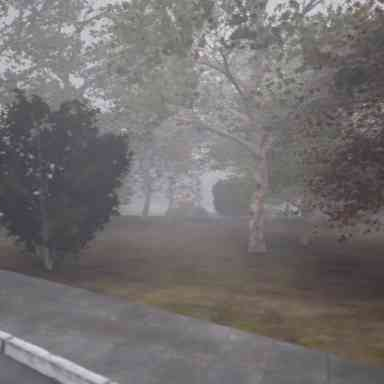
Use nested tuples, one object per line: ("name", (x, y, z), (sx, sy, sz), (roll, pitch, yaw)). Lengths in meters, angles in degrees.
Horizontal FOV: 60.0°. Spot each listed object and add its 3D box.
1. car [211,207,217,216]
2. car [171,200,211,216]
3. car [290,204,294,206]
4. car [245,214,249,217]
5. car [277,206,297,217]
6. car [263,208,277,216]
("car", (4.264, 3.113, 53.585), (4.674, 1.442, 1.812), (5, -2, -40))
("car", (-0.625, 2.237, 45.102), (5.566, 2.045, 2.150), (5, -2, -41))
("car", (24.478, 4.070, 81.811), (5.566, 2.045, 2.435), (3, -1, -40))
("car", (7.143, 3.225, 51.892), (4.892, 1.490, 1.837), (4, -1, -40))
("car", (17.205, 3.780, 60.593), (5.008, 1.535, 1.882), (3, -1, -40))
("car", (12.660, 3.596, 60.870), (4.902, 1.511, 2.128), (3, -1, -41))
